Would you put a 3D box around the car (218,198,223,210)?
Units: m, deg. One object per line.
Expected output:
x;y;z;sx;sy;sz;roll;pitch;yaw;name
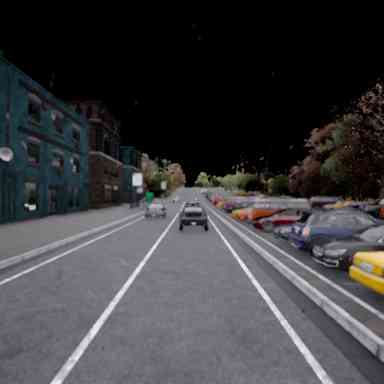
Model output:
6.286;1.864;43.340;4.892;1.521;2.231;0;0;0;car

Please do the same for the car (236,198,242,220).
6.184;1.620;26.641;4.553;1.767;2.185;0;0;0;car

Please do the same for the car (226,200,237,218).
6.041;1.763;29.424;5.366;1.575;1.946;0;0;0;car

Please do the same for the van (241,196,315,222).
6.087;1.500;23.922;4.442;1.987;1.878;0;0;0;van

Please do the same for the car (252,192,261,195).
19.728;1.551;90.701;5.366;1.575;1.946;0;2;0;car

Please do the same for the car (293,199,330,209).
19.588;1.931;54.461;5.366;1.575;1.946;0;0;0;car

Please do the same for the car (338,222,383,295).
6.325;1.586;7.156;5.366;1.575;1.946;0;0;0;car

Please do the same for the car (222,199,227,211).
6.264;1.825;37.773;5.008;1.535;2.097;0;0;0;car

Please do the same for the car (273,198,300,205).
19.463;1.955;68.526;5.008;1.535;2.097;0;0;0;car

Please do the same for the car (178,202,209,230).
0.105;1.704;22.917;1.837;1.490;4.892;0;0;0;car

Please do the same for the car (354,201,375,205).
19.288;1.536;32.184;5.566;2.045;2.435;0;0;0;car

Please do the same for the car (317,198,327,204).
19.362;1.903;43.322;4.674;1.452;2.002;0;0;0;car

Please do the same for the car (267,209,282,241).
6.175;1.699;15.506;4.674;1.452;2.002;0;0;0;car

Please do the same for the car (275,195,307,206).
19.475;1.715;65.736;5.566;2.045;2.435;0;0;0;car

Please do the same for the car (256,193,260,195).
19.517;1.706;85.257;5.008;1.535;2.097;0;1;0;car

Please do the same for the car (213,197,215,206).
6.307;1.916;51.689;5.008;1.535;2.097;0;0;0;car

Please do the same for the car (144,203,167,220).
-3.348;1.787;31.418;1.812;1.442;4.674;0;0;0;car

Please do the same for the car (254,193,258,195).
19.503;1.664;88.048;4.792;1.488;2.163;0;2;0;car

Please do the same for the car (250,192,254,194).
19.739;1.456;93.494;5.366;1.575;1.946;0;2;0;car

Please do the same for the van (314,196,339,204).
19.265;1.673;48.894;4.442;1.987;1.878;0;0;0;van

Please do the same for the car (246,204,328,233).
6.165;1.733;21.073;4.792;1.488;2.163;0;0;0;car

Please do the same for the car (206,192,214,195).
6.399;1.648;82.334;4.553;1.767;2.185;0;1;0;car

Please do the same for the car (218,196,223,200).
6.260;1.756;46.249;4.553;1.767;2.185;0;0;0;car

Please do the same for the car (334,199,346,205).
19.345;1.826;37.752;4.892;1.521;2.231;0;0;0;car

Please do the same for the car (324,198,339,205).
19.354;1.844;40.538;5.008;1.535;2.097;0;0;0;car

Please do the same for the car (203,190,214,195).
6.502;1.211;93.474;5.566;2.045;2.435;0;2;0;car

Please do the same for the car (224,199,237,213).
6.242;1.806;34.990;5.008;1.535;2.097;0;0;0;car

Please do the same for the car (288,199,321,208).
19.409;1.952;57.370;5.008;1.535;2.097;0;0;0;car

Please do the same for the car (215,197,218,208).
6.487;1.895;48.906;5.366;1.575;1.946;0;0;0;car

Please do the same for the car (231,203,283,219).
6.239;1.827;32.206;4.674;1.452;2.002;0;0;0;car

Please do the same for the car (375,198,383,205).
19.275;1.641;29.399;4.553;1.767;2.185;0;0;0;car

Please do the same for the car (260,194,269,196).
19.494;1.827;79.550;4.892;1.521;2.231;0;1;0;car

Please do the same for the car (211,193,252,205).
6.351;1.683;54.474;5.566;2.045;2.435;0;0;0;car

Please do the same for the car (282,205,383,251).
6.130;1.511;12.725;4.553;1.767;2.185;0;0;0;car

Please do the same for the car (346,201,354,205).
19.356;1.836;34.969;4.792;1.488;2.163;0;0;0;car

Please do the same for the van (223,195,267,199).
6.386;1.618;40.557;4.442;1.987;1.878;0;0;0;van

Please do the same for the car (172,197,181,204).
-3.377;1.887;73.073;1.812;1.442;4.674;0;0;0;car

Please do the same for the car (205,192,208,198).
6.456;1.557;90.695;4.892;1.521;2.231;0;2;0;car

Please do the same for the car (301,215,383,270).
6.157;1.614;9.940;4.892;1.521;2.231;0;0;0;car

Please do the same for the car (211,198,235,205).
6.379;1.996;68.407;4.674;1.452;2.002;0;0;0;car

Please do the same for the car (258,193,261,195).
19.506;1.769;82.467;5.008;1.535;2.097;0;1;0;car

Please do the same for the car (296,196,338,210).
19.364;1.665;51.679;5.566;2.045;2.435;0;0;0;car

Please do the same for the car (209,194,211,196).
6.419;1.812;71.193;4.553;1.767;2.185;0;0;0;car

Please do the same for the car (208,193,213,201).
6.429;1.784;73.973;4.553;1.767;2.185;0;1;0;car
